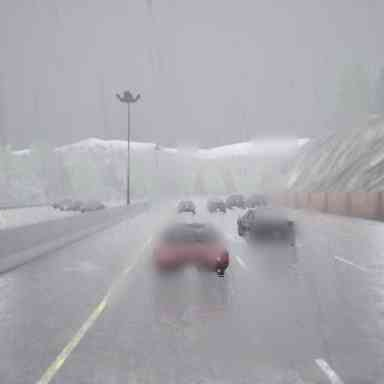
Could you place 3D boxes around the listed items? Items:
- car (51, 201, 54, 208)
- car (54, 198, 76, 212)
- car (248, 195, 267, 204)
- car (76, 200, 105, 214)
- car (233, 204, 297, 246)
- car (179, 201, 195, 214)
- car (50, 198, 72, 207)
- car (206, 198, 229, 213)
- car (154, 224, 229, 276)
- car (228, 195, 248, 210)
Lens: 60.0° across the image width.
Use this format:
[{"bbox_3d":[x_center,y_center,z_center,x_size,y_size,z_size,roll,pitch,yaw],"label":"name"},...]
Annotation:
[{"bbox_3d":[-18.512,1.778,48.552,2.033,1.411,5.357,0,0,-1],"label":"car"},{"bbox_3d":[-14.864,1.690,41.423,2.128,1.511,4.902,0,0,-1],"label":"car"},{"bbox_3d":[9.664,1.453,49.613,2.150,2.045,5.566,0,-1,-1],"label":"car"},{"bbox_3d":[-11.292,1.686,37.959,1.837,1.490,4.892,0,0,-1],"label":"car"},{"bbox_3d":[3.383,1.553,15.822,1.882,1.535,5.008,0,0,-1],"label":"car"},{"bbox_3d":[-0.596,1.727,37.825,2.033,1.411,5.357,0,0,-1],"label":"car"},{"bbox_3d":[-22.155,1.773,56.436,1.837,1.490,4.892,0,0,-1],"label":"car"},{"bbox_3d":[2.870,1.692,39.648,1.837,1.490,4.892,0,0,-1],"label":"car"},{"bbox_3d":[-0.046,1.651,10.442,1.895,1.301,4.718,0,0,-1],"label":"car"},{"bbox_3d":[6.191,1.446,48.093,2.150,2.045,5.566,0,-1,-1],"label":"car"}]
